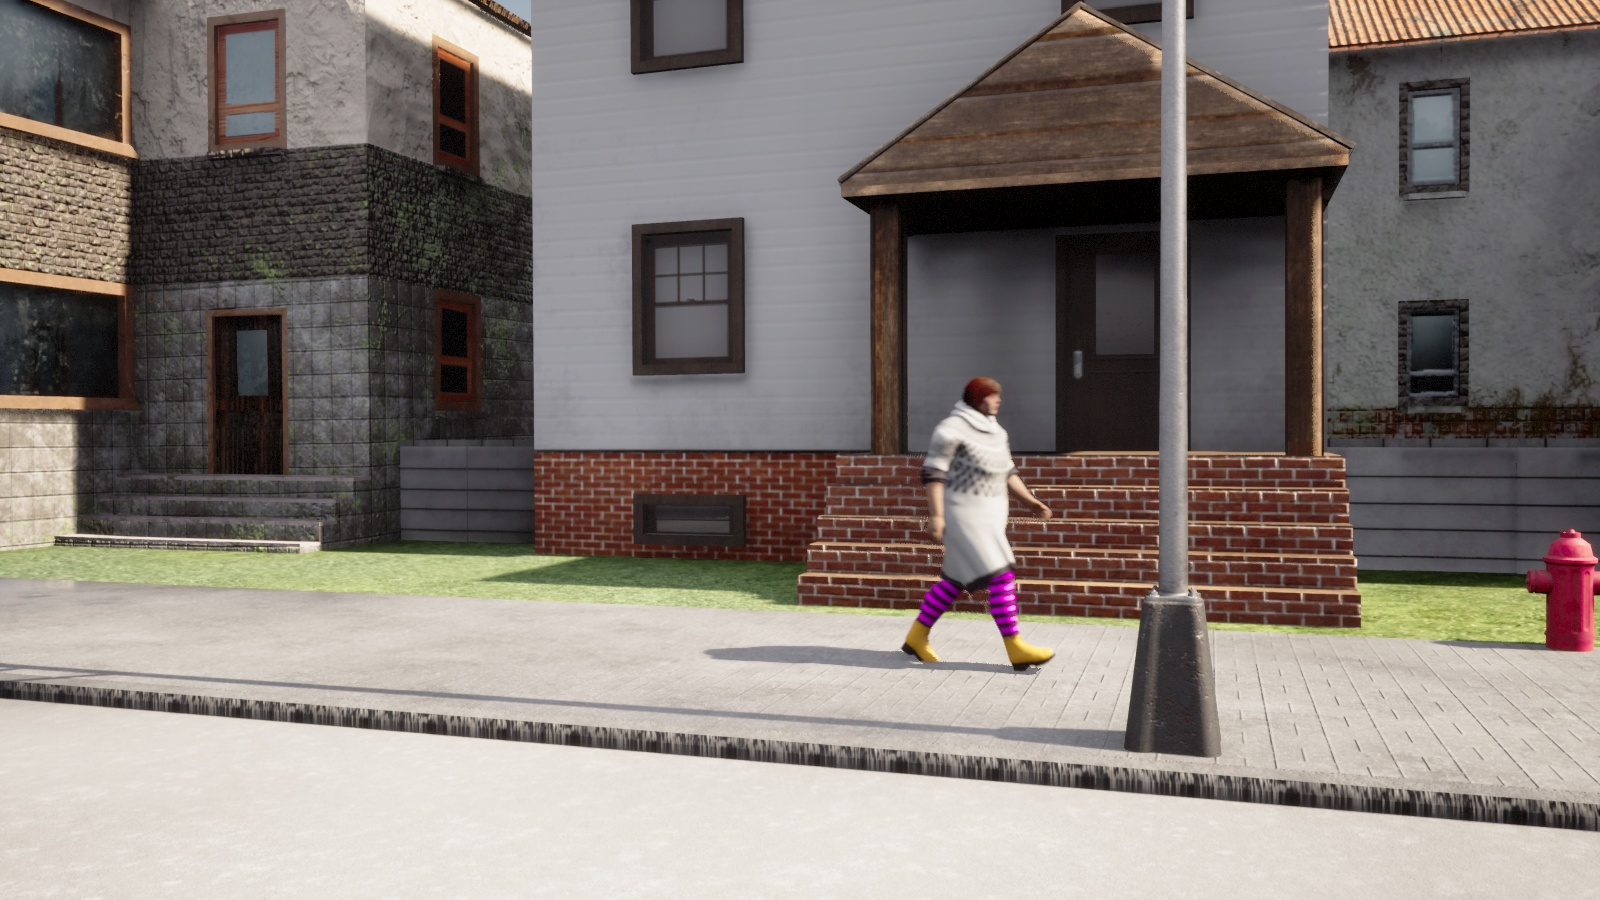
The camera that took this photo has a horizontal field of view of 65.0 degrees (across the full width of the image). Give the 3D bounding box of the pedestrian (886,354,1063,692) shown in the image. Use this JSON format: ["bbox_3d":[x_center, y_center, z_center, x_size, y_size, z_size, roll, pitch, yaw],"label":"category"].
[{"bbox_3d":[1.082,0.416,7.769,0.873,1.952,0.659,1,1,33],"label":"pedestrian"}]
